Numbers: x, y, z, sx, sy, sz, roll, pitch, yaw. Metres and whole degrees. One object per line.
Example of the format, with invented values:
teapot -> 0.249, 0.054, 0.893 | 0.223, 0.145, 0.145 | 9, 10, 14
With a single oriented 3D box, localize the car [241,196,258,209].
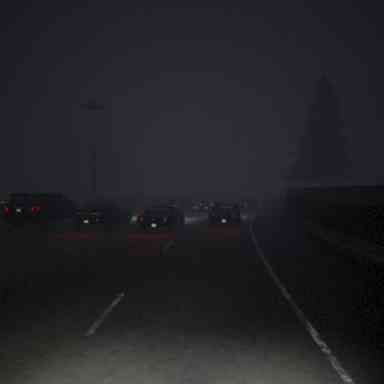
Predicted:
car -> 6.676, 1.233, 39.270 | 1.812, 1.442, 4.674 | 0, 0, 18

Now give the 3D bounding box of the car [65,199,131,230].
car -> -5.156, 1.322, 19.783 | 2.128, 1.511, 4.902 | 0, 0, 9

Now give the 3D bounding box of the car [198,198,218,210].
car -> 2.096, 1.319, 36.358 | 1.895, 1.301, 4.718 | 0, 0, 16

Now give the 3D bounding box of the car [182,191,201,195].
car -> 0.423, 0.880, 76.352 | 2.033, 1.411, 5.357 | 0, 1, 29

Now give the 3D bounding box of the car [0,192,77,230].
car -> -8.680, 1.041, 20.073 | 2.150, 2.045, 5.566 | 0, 0, 9

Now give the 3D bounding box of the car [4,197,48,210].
car -> -19.212, 1.247, 38.774 | 1.895, 1.301, 4.718 | 0, 0, 15

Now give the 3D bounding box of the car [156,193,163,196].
car -> -6.422, 0.831, 78.512 | 2.033, 1.411, 5.357 | 0, 1, 29

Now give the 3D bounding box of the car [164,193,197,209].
car -> -1.244, 1.207, 37.309 | 1.837, 1.490, 4.892 | 0, 0, 16

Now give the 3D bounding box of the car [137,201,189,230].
car -> -1.666, 1.441, 19.674 | 1.895, 1.301, 4.718 | 0, 0, 9

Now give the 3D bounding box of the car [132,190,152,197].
car -> -11.520, 0.575, 76.592 | 2.150, 2.045, 5.566 | 0, 1, 27

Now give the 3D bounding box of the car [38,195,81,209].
car -> -15.452, 1.144, 39.163 | 2.128, 1.511, 4.902 | 0, 0, 16

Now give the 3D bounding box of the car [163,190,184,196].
car -> -3.660, 0.557, 76.297 | 2.150, 2.045, 5.566 | 0, 1, 29

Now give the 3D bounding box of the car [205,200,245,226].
car -> 2.308, 1.431, 22.159 | 1.895, 1.301, 4.718 | 0, 0, 10
